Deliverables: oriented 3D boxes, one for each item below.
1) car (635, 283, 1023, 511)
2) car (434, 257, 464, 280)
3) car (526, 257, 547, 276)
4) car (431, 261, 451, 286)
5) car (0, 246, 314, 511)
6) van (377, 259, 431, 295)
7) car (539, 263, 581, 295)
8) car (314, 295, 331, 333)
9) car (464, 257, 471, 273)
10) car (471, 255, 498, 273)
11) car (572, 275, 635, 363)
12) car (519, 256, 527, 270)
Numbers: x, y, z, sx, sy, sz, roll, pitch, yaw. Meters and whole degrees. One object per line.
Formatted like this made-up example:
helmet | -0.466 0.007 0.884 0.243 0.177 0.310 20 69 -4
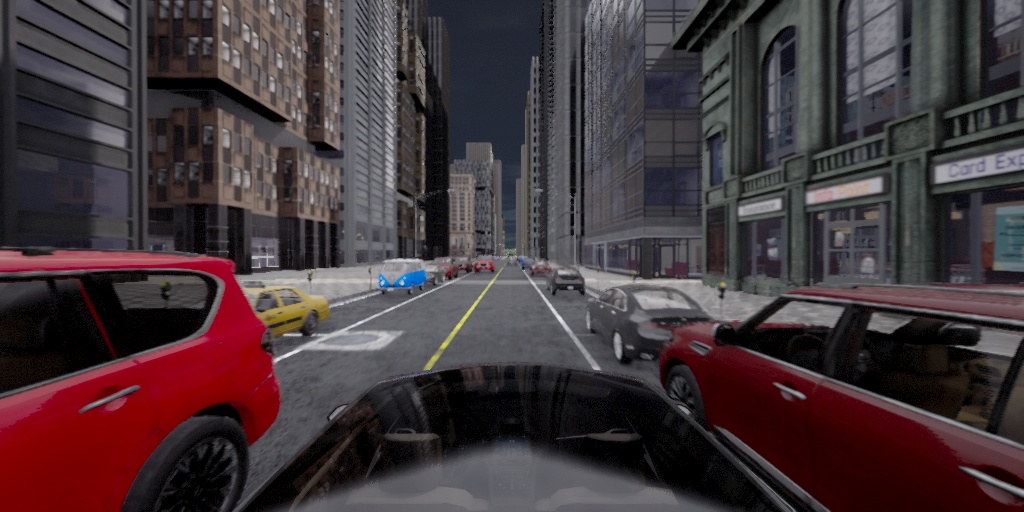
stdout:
car | 2.764 1.063 2.245 2.192 1.841 5.009 0 0 0
car | -5.757 1.006 30.442 2.192 1.841 5.009 0 0 0
car | 2.769 1.121 36.087 1.967 1.591 4.097 0 0 0
car | -5.758 1.252 24.802 2.007 1.370 4.403 0 0 0
car | -3.099 0.974 0.832 2.150 2.045 5.566 0 0 0
van | -5.759 1.053 19.161 1.690 1.789 3.998 0 0 0
car | 2.767 1.263 19.166 2.007 1.370 4.403 0 0 0
car | -5.761 1.261 7.710 1.751 1.417 4.829 0 0 0
car | -5.755 0.987 41.724 2.192 1.841 5.009 0 0 0
car | -3.082 0.894 41.505 2.150 2.045 5.566 0 0 0
car | 2.765 1.286 7.885 2.007 1.370 4.403 0 0 0
car | 2.396 1.011 49.722 2.097 1.767 4.553 0 0 0
